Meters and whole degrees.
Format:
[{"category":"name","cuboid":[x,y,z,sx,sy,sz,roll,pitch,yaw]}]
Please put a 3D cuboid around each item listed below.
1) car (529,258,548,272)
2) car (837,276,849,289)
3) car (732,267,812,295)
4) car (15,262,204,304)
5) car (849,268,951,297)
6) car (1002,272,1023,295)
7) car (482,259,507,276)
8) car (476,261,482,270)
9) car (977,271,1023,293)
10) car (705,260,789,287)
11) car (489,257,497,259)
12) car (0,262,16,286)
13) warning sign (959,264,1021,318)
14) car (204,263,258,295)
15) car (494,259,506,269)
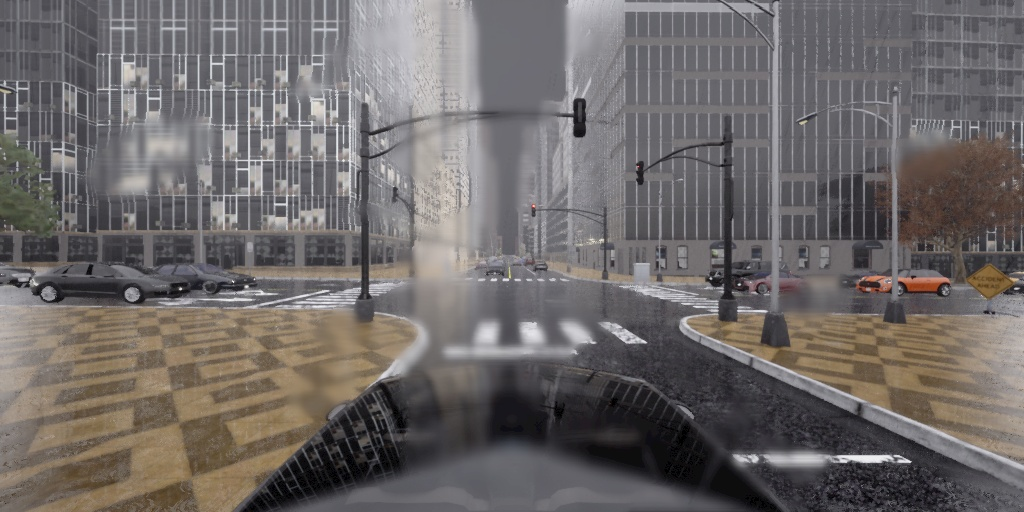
[{"category":"car","cuboid":[3.670,1.329,46.659,1.948,1.339,4.313,0,0,-1]},{"category":"car","cuboid":[26.292,1.813,26.127,4.181,1.385,1.994,1,0,-3]},{"category":"car","cuboid":[16.090,1.631,22.339,4.181,1.385,1.994,1,0,-3]},{"category":"car","cuboid":[-15.426,0.998,13.984,4.892,1.490,1.837,1,0,-3]},{"category":"car","cuboid":[24.784,1.575,22.790,4.553,1.767,2.097,1,0,-3]},{"category":"car","cuboid":[34.656,1.963,23.300,4.181,1.385,1.994,1,0,-3]},{"category":"car","cuboid":[-1.698,1.315,37.216,2.033,1.411,5.357,0,0,-1]},{"category":"car","cuboid":[-4.315,1.342,52.105,1.802,1.307,4.207,0,0,-1]},{"category":"car","cuboid":[38.269,1.941,26.738,5.008,1.535,1.882,1,0,-3]},{"category":"car","cuboid":[16.903,1.303,25.635,5.566,2.045,2.150,1,0,-3]},{"category":"car","cuboid":[-1.805,1.268,48.182,1.837,1.490,4.892,0,0,-1]},{"category":"car","cuboid":[-25.372,0.802,16.723,4.902,1.511,2.128,1,0,-3]},{"category":"warning sign","cuboid":[17.214,1.204,12.935,1.060,1.860,1.300,0,0,-3]},{"category":"car","cuboid":[-15.438,1.040,17.272,5.357,1.411,2.033,1,0,0]},{"category":"car","cuboid":[-1.897,1.234,58.491,1.882,1.535,5.008,0,0,0]}]
